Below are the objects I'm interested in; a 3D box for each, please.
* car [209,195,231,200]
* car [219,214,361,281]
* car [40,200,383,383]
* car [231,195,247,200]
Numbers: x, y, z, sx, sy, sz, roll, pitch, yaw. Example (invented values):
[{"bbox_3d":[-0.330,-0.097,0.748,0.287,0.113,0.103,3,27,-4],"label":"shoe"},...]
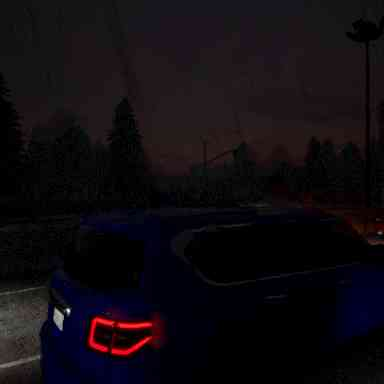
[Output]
[{"bbox_3d":[3.149,1.340,49.132,1.895,1.301,4.718,-1,0,-36],"label":"car"},{"bbox_3d":[3.092,1.502,10.228,4.181,1.385,1.994,-1,0,-34],"label":"car"},{"bbox_3d":[1.019,1.199,4.460,5.566,2.045,2.150,0,0,-35],"label":"car"},{"bbox_3d":[6.395,1.200,50.612,2.128,1.511,4.902,-1,0,-35],"label":"car"}]
